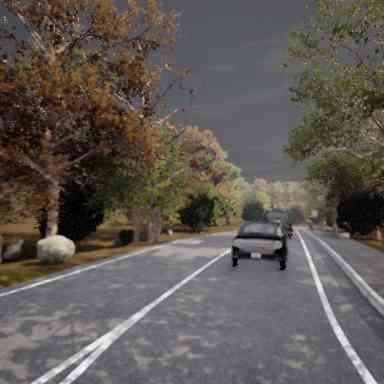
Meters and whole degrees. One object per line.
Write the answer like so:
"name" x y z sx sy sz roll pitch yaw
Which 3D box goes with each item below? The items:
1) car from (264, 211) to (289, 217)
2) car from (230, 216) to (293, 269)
"car" 6.728 2.545 26.294 2.150 2.045 5.566 0 -5 17
"car" 2.695 1.870 12.666 2.128 1.511 4.902 0 -3 17
